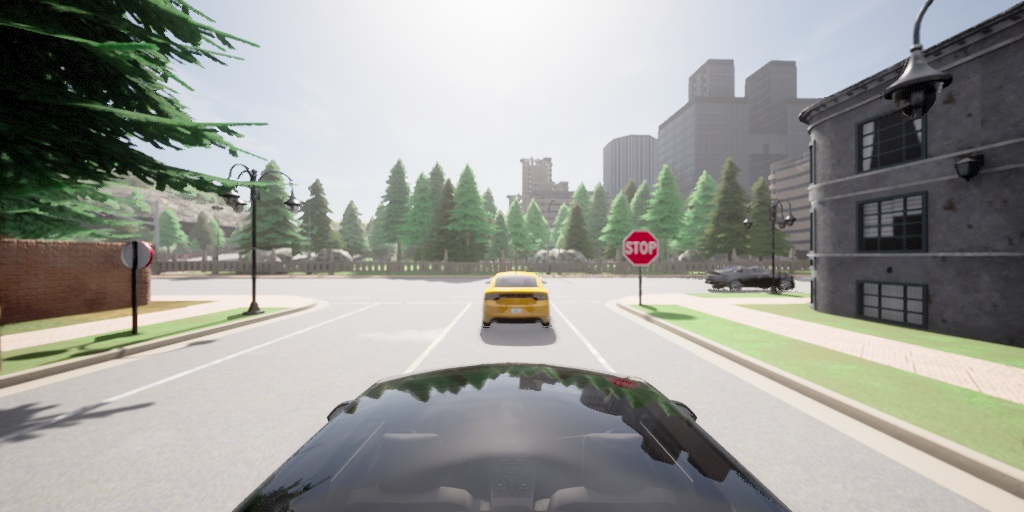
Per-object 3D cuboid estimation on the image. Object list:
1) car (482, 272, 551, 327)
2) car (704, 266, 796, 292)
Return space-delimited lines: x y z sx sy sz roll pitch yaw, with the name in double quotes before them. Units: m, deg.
"car" 0.130 1.249 11.613 1.882 1.535 5.008 0 0 0
"car" 14.097 1.321 21.316 4.902 1.511 2.128 0 0 -2
